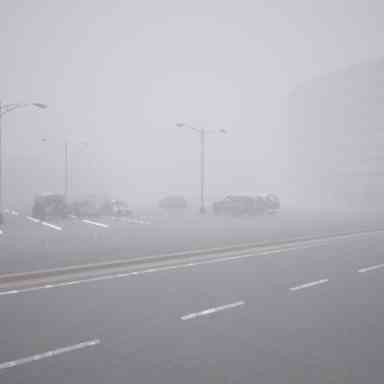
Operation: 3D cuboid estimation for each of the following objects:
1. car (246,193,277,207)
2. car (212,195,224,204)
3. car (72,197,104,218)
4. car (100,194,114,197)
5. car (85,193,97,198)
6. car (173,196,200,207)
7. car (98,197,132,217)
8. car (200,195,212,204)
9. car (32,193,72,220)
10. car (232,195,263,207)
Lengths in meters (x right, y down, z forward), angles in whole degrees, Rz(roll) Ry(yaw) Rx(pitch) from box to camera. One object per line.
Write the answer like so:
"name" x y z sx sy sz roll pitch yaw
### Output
"car" 13.187 1.539 63.958 1.882 1.535 5.008 0 0 -35
"car" 4.516 1.388 76.203 1.882 1.535 5.008 0 0 -35
"car" -9.288 1.417 28.338 1.784 1.438 3.905 0 0 -35
"car" -10.883 1.448 45.674 1.970 1.475 3.806 0 0 -35
"car" -18.713 1.209 61.521 1.905 1.878 3.866 0 0 -35
"car" -1.144 1.709 66.027 1.895 1.301 4.718 0 0 -35
"car" -6.919 1.448 30.002 1.970 1.475 3.806 0 0 -35
"car" 1.643 1.505 74.204 1.895 1.301 4.718 0 0 -35
"car" -11.455 1.206 26.753 1.932 1.855 4.605 0 0 -35
"car" 10.313 1.670 61.960 1.895 1.301 4.718 0 0 -35
